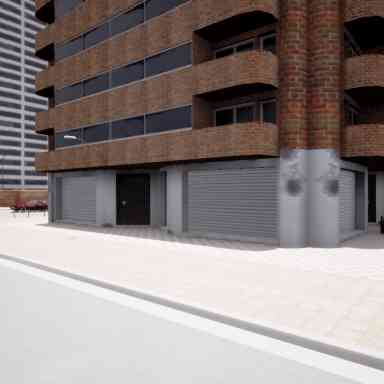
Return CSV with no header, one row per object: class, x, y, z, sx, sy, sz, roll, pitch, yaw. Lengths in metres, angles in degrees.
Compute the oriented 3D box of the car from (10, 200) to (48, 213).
car,-17.894,1.601,37.672,1.895,1.301,4.718,0,0,39
